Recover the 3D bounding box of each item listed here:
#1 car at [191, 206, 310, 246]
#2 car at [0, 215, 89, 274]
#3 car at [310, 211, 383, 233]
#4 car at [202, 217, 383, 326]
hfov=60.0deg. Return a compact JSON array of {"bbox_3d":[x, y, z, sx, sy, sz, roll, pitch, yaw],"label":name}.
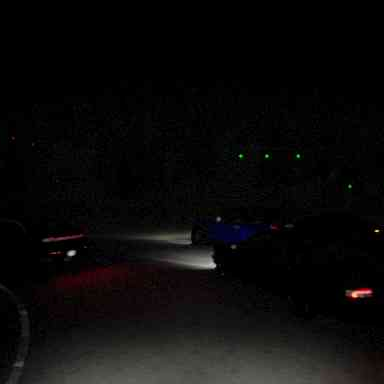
[{"bbox_3d":[2.026,1.360,13.468,2.097,1.767,4.553,0,0,-42],"label":"car"},{"bbox_3d":[-5.468,1.498,10.553,4.902,1.511,2.128,0,-1,30],"label":"car"},{"bbox_3d":[6.065,1.534,14.046,1.812,1.442,4.674,1,0,-38],"label":"car"},{"bbox_3d":[2.246,1.552,7.483,2.033,1.411,5.357,0,0,-20],"label":"car"}]
